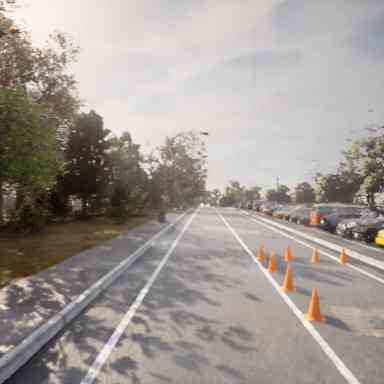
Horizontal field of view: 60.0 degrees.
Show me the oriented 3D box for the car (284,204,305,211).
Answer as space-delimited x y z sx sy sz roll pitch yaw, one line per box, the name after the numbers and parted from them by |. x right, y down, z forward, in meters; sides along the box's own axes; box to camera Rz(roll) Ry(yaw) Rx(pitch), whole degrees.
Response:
27.359 4.169 88.850 4.892 1.521 2.231 2 -2 3 | car

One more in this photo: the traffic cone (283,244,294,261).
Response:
3.577 2.232 12.331 0.340 0.580 0.340 2 -1 2 | traffic cone

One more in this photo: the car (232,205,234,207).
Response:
14.296 3.469 89.654 5.566 2.045 2.435 2 -2 3 | car

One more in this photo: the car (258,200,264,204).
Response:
12.466 2.467 48.081 4.553 1.767 2.185 2 -1 3 | car

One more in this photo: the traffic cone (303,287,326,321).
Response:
2.354 2.115 6.374 0.340 0.580 0.340 2 -1 2 | traffic cone

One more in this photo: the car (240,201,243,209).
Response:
13.559 3.203 73.014 4.792 1.488 2.163 2 -2 3 | car

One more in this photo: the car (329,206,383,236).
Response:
11.303 2.008 20.350 4.553 1.767 2.185 2 -1 3 | car

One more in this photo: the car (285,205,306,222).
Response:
11.727 2.344 31.440 4.792 1.488 2.163 2 -1 3 | car

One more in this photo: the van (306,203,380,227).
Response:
11.637 2.001 25.891 4.442 1.987 1.878 2 -1 3 | van

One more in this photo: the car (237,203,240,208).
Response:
13.837 3.356 78.556 5.008 1.535 2.097 2 -2 3 | car

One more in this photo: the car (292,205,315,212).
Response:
27.003 3.899 80.677 5.008 1.535 2.097 2 -2 3 | car

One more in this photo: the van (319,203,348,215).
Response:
26.056 3.050 61.350 4.442 1.987 1.878 2 -1 3 | van

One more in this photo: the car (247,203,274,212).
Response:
13.254 2.932 64.688 4.792 1.488 2.163 2 -1 3 | car

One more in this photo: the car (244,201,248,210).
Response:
13.143 2.576 61.946 5.566 2.045 2.435 2 -1 3 | car

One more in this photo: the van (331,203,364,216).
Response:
26.043 2.966 55.797 4.442 1.987 1.878 2 -1 3 | van

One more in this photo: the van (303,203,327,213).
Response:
26.766 3.402 72.255 4.442 1.987 1.878 2 -2 3 | van

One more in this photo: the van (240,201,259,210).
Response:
14.077 3.226 81.330 4.442 1.987 1.878 2 -2 3 | van

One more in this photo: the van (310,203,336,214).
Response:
26.291 3.212 66.734 4.442 1.987 1.878 2 -2 3 | van

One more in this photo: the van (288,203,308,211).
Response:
27.369 3.856 86.085 4.442 1.987 1.878 2 -2 3 | van

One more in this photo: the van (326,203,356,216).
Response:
26.160 3.010 58.439 4.442 1.987 1.878 2 -1 3 | van

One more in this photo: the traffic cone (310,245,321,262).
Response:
4.574 2.267 12.292 0.340 0.580 0.340 2 -1 2 | traffic cone

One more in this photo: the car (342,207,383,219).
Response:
25.663 3.092 50.140 5.008 1.535 2.097 2 -1 3 | car

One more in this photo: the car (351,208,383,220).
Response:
25.543 3.086 47.371 4.674 1.452 2.002 2 -1 3 | car

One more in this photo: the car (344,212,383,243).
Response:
11.138 2.092 17.573 4.892 1.521 2.231 2 0 3 | car

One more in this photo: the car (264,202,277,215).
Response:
12.241 2.502 42.532 4.892 1.521 2.231 2 -1 3 | car

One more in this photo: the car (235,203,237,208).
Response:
14.075 3.579 84.099 4.674 1.452 2.002 2 -2 3 | car

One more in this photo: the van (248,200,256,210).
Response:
12.875 2.550 59.179 4.442 1.987 1.878 2 -1 3 | van

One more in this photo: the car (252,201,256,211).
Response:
12.733 2.686 53.624 5.008 1.535 2.097 2 -1 3 | car

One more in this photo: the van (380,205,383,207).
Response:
25.554 2.780 44.729 4.442 1.987 1.878 2 -1 3 | van

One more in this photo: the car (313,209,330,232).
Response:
11.418 2.206 23.118 4.792 1.488 2.163 2 -1 3 | car

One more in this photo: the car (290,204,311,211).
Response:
27.097 3.860 83.323 4.553 1.767 2.185 2 -2 3 | car

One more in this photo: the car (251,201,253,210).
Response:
12.862 2.773 56.396 4.674 1.452 2.002 2 -1 3 | car

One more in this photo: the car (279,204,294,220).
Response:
11.850 2.390 34.213 4.792 1.488 2.163 2 -1 3 | car

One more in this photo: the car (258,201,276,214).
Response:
12.185 2.538 45.313 5.366 1.575 1.946 2 -1 3 | car

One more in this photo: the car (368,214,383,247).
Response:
11.207 2.061 14.800 5.366 1.575 1.946 2 0 3 | car

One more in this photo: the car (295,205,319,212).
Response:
26.877 3.805 77.785 5.008 1.535 2.097 2 -2 3 | car

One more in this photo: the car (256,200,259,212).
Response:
12.589 2.513 50.854 4.553 1.767 2.185 2 -1 3 | car

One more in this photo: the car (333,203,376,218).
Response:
25.777 2.889 53.037 5.566 2.045 2.435 2 -1 3 | car

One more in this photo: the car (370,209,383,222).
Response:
25.308 2.996 41.962 4.674 1.452 2.002 2 -1 3 | car

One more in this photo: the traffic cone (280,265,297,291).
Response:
2.430 2.142 8.372 0.340 0.580 0.340 2 -1 2 | traffic cone

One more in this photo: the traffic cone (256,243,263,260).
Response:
2.582 2.197 12.369 0.340 0.580 0.340 2 -1 2 | traffic cone

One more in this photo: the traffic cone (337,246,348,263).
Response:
5.569 2.302 12.255 0.340 0.580 0.340 2 -1 3 | traffic cone

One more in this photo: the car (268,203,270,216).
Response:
12.131 2.456 39.758 4.892 1.521 2.231 2 -1 3 | car

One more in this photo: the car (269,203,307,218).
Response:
11.817 2.398 36.994 5.366 1.575 1.946 2 -1 3 | car

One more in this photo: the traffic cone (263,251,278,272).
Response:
2.506 2.169 10.371 0.340 0.580 0.340 2 -1 2 | traffic cone

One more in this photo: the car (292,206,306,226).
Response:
11.605 2.297 28.667 4.792 1.488 2.163 2 -1 3 | car

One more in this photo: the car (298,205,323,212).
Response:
26.755 3.715 75.019 4.892 1.521 2.231 2 -2 3 | car
